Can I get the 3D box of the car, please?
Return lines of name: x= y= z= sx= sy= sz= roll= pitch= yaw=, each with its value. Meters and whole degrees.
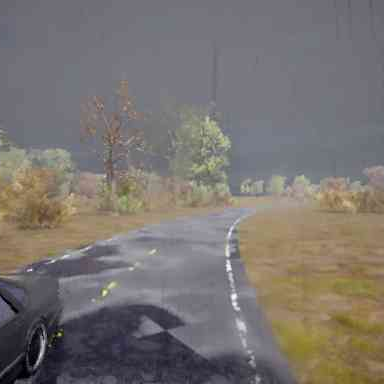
car: x=-2.803 y=1.580 z=2.859 sx=2.033 sy=1.411 sz=5.357 roll=0 pitch=-1 yaw=-2
